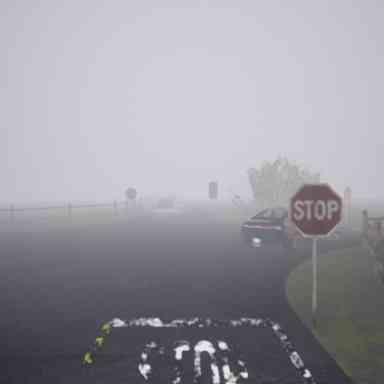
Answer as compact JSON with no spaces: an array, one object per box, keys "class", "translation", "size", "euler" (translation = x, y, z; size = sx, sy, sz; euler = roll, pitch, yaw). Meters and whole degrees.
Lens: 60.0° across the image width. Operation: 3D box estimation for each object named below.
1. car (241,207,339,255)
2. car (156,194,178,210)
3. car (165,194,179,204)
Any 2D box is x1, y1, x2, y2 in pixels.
[{"class":"car","translation":[3.840,1.300,12.611],"size":[2.128,1.511,4.902],"euler":[-2,0,45]},{"class":"car","translation":[-2.892,1.268,38.064],"size":[1.994,1.385,4.181],"euler":[0,0,0]},{"class":"car","translation":[-3.211,1.081,54.067],"size":[2.128,1.511,4.902],"euler":[0,0,-2]}]
